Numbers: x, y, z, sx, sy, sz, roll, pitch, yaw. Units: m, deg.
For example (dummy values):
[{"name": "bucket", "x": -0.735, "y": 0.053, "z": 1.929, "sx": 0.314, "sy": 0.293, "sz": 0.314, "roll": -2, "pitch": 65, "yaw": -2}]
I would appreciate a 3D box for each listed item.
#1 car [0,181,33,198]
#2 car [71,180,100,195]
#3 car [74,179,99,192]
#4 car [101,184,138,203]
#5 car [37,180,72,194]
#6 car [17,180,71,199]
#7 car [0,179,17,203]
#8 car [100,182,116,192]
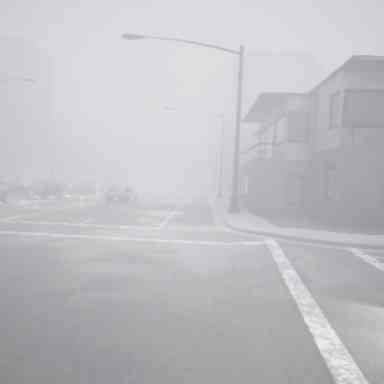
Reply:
[{"name": "car", "x": -16.601, "y": -0.278, "z": 30.122, "sx": 1.895, "sy": 1.301, "sz": 4.718, "roll": 3, "pitch": 2, "yaw": 2}, {"name": "car", "x": -12.762, "y": -0.408, "z": 39.035, "sx": 1.812, "sy": 1.442, "sz": 4.674, "roll": 3, "pitch": 2, "yaw": 2}, {"name": "car", "x": -15.855, "y": -0.986, "z": 50.092, "sx": 2.097, "sy": 1.767, "sz": 4.553, "roll": 3, "pitch": 2, "yaw": 2}, {"name": "car", "x": -5.966, "y": 0.219, "z": 28.654, "sx": 1.895, "sy": 1.301, "sz": 4.718, "roll": 3, "pitch": 2, "yaw": 2}, {"name": "car", "x": -16.251, "y": -0.620, "z": 39.565, "sx": 1.882, "sy": 1.535, "sz": 5.008, "roll": 3, "pitch": 2, "yaw": 2}, {"name": "car", "x": -13.111, "y": -0.227, "z": 29.761, "sx": 2.128, "sy": 1.511, "sz": 4.902, "roll": 3, "pitch": 2, "yaw": 2}, {"name": "car", "x": -13.431, "y": -0.100, "z": 20.710, "sx": 2.097, "sy": 1.767, "sz": 4.553, "roll": 3, "pitch": 2, "yaw": 2}, {"name": "car", "x": -12.370, "y": -0.677, "z": 49.899, "sx": 1.837, "sy": 1.490, "sz": 4.892, "roll": 3, "pitch": 1, "yaw": 2}]
